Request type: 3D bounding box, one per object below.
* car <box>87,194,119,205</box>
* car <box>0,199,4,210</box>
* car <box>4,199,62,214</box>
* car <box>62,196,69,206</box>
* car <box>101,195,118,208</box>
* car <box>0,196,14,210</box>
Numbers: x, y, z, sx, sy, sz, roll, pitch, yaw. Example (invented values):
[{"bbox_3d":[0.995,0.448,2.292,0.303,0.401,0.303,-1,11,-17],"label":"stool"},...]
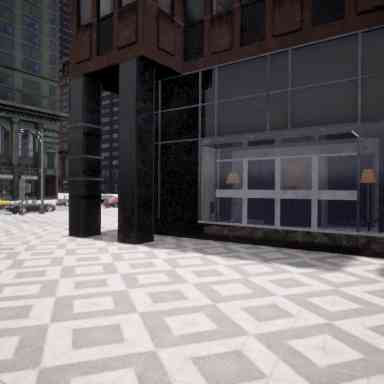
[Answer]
[{"bbox_3d":[-12.959,1.082,48.726,1.947,1.339,4.313,2,2,36],"label":"car"},{"bbox_3d":[-18.137,1.418,26.842,1.947,1.339,4.313,2,2,36],"label":"car"},{"bbox_3d":[-15.007,1.341,31.216,2.008,1.369,4.403,2,2,36],"label":"car"},{"bbox_3d":[-15.986,1.131,44.496,2.008,1.369,4.403,2,2,36],"label":"car"},{"bbox_3d":[-8.748,1.243,39.963,1.802,1.307,4.206,2,2,36],"label":"car"},{"bbox_3d":[-22.140,1.232,35.895,1.752,1.417,4.829,2,2,36],"label":"car"}]
